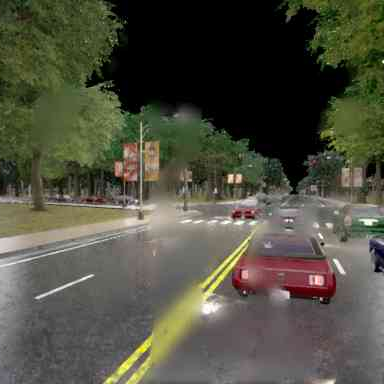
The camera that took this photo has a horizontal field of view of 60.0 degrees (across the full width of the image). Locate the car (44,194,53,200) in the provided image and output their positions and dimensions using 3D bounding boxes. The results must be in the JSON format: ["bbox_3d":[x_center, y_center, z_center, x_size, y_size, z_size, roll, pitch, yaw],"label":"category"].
[{"bbox_3d":[-31.458,1.259,76.733,4.674,1.442,1.812,0,0,40],"label":"car"}]

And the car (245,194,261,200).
[{"bbox_3d":[9.837,1.531,54.869,1.812,1.442,4.674,0,0,18],"label":"car"}]

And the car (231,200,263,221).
[{"bbox_3d":[4.477,1.601,27.079,1.895,1.301,4.718,0,0,17],"label":"car"}]

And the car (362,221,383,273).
[{"bbox_3d":[5.503,1.601,7.621,1.895,1.301,4.718,0,0,17],"label":"car"}]

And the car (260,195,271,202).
[{"bbox_3d":[17.457,1.551,78.894,2.033,1.411,5.357,0,0,17],"label":"car"}]

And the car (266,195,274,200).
[{"bbox_3d":[21.530,1.498,91.896,1.882,1.535,5.008,0,0,17],"label":"car"}]

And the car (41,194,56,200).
[{"bbox_3d":[-36.930,1.252,85.652,4.181,1.385,1.994,0,0,40],"label":"car"}]

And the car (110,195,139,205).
[{"bbox_3d":[-10.706,1.361,54.744,4.902,1.511,2.128,0,0,41],"label":"car"}]

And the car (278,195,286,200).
[{"bbox_3d":[24.994,1.614,92.090,1.895,1.301,4.718,0,0,17],"label":"car"}]

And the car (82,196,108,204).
[{"bbox_3d":[-18.112,1.423,61.053,4.718,1.301,1.895,0,0,41],"label":"car"}]

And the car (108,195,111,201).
[{"bbox_3d":[-16.092,1.332,68.056,4.674,1.442,1.812,0,0,40],"label":"car"}]

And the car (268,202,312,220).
[{"bbox_3d":[5.013,1.505,17.096,1.837,1.490,4.892,0,0,17],"label":"car"}]

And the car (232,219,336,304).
[{"bbox_3d":[2.297,1.601,8.244,1.895,1.301,4.718,0,0,17],"label":"car"}]

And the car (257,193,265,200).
[{"bbox_3d":[14.128,1.234,68.267,2.150,2.045,5.566,0,0,17],"label":"car"}]

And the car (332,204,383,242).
[{"bbox_3d":[8.144,1.352,16.213,2.097,1.767,4.553,0,0,17],"label":"car"}]

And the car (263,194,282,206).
[{"bbox_3d":[13.710,1.554,56.327,2.033,1.411,5.357,0,0,18],"label":"car"}]

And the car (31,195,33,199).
[{"bbox_3d":[-39.036,1.253,83.177,4.181,1.385,1.994,0,0,40],"label":"car"}]

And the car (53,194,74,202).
[{"bbox_3d":[-25.830,1.300,67.681,4.674,1.442,1.812,0,0,40],"label":"car"}]

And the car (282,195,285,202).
[{"bbox_3d":[17.618,1.533,68.538,1.812,1.442,4.674,0,0,17],"label":"car"}]
